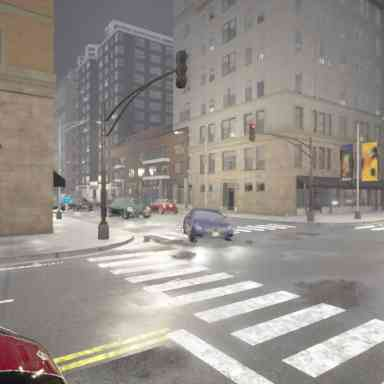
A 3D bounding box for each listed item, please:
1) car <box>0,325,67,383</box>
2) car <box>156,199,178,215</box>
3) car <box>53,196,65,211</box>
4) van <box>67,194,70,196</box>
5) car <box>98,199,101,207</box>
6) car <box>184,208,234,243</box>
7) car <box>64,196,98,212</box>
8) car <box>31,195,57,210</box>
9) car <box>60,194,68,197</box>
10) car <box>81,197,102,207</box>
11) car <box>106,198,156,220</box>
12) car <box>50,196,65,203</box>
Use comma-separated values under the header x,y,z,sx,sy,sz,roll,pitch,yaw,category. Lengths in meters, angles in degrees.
x,y,z,sx,sy,sz,roll,pitch,yaw,category
-2.843,1.352,1.441,4.553,1.767,2.097,0,0,-36,car
-3.207,1.428,34.196,1.967,1.590,4.097,0,0,-35,car
-16.051,1.520,38.494,1.947,1.339,4.313,0,0,-35,car
-25.192,1.333,65.405,1.690,1.788,3.998,0,0,-35,van
-12.629,1.564,47.571,1.802,1.307,4.206,0,0,-35,car
0.681,1.508,16.200,1.812,1.442,4.674,1,0,-8,car
-12.900,1.471,38.438,1.837,1.490,4.892,0,-1,-35,car
-19.190,1.268,42.953,2.192,1.841,5.009,0,0,-35,car
-20.428,1.456,49.209,2.128,1.511,4.902,0,0,-35,car
-15.868,1.508,52.168,1.752,1.417,4.829,0,0,-35,car
-5.204,1.325,27.512,2.097,1.767,4.553,0,0,-35,car
-28.333,1.561,69.863,1.947,1.339,4.313,0,0,-35,car
